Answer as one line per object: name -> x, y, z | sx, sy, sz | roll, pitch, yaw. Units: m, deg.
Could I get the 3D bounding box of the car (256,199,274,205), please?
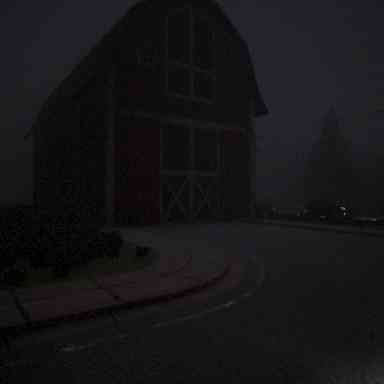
car -> 7.756, 1.621, 38.885 | 2.128, 1.511, 4.902 | 0, 0, -34

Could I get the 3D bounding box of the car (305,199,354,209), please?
car -> 12.941, 1.481, 31.335 | 2.097, 1.767, 4.553 | 0, 0, -34
